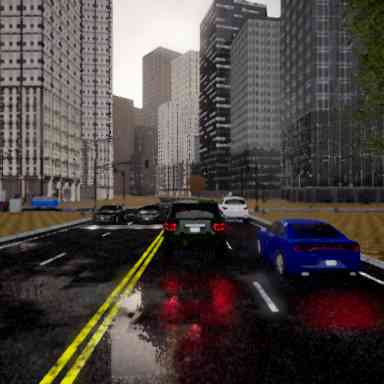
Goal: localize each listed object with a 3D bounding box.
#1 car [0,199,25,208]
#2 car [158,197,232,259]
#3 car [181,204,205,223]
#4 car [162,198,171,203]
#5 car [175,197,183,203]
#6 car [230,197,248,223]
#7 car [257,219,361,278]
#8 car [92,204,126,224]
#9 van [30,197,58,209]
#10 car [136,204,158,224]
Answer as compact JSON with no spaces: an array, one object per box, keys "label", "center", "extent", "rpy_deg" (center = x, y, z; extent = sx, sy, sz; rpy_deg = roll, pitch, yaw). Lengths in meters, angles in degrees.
[{"label":"car","center":[-28.221,1.800,51.202],"extent":[4.507,1.381,1.887],"rpy_deg":[0,0,1]},{"label":"car","center":[0.095,1.333,13.200],"extent":[2.150,2.045,5.566],"rpy_deg":[0,-1,0]},{"label":"car","center":[0.084,1.808,29.020],"extent":[1.994,1.385,4.181],"rpy_deg":[0,0,0]},{"label":"car","center":[-6.574,2.191,86.133],"extent":[1.994,1.385,4.181],"rpy_deg":[0,0,0]},{"label":"car","center":[-3.327,2.116,86.265],"extent":[1.882,1.535,5.008],"rpy_deg":[0,0,0]},{"label":"car","center":[3.334,1.458,28.164],"extent":[2.150,2.045,5.566],"rpy_deg":[0,0,0]},{"label":"car","center":[3.345,1.570,10.476],"extent":[1.882,1.535,5.008],"rpy_deg":[0,0,0]},{"label":"car","center":[-6.583,1.734,26.852],"extent":[1.837,1.490,4.892],"rpy_deg":[0,-1,0]},{"label":"van","center":[-22.681,1.622,51.159],"extent":[3.998,1.788,1.690],"rpy_deg":[0,0,1]},{"label":"car","center":[-3.332,1.754,27.106],"extent":[1.812,1.442,4.674],"rpy_deg":[0,-1,0]}]
